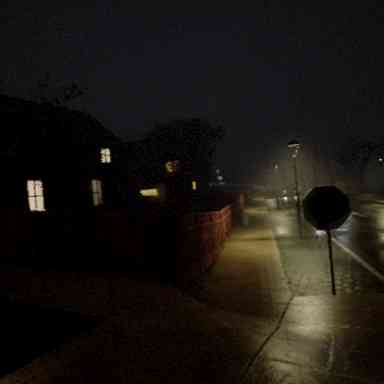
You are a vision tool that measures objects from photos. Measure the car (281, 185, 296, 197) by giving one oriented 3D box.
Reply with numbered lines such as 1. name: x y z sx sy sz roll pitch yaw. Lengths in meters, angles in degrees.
1. car: 14.724 -0.282 50.388 2.097 1.767 4.553 -5 1 11
